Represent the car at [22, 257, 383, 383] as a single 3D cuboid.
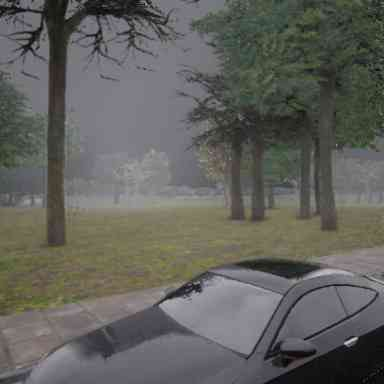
[{"bbox_3d":[0.730,1.535,3.592,4.674,1.442,1.812,0,0,-36],"label":"car"}]
